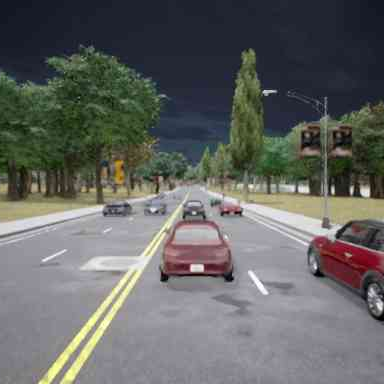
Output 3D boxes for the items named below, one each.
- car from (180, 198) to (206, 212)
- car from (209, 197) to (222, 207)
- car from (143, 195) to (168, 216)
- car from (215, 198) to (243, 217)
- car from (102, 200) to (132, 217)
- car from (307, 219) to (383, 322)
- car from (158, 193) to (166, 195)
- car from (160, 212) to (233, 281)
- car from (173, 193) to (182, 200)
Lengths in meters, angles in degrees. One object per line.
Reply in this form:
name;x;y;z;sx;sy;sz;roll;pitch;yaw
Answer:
car;0.163;1.396;27.487;1.812;1.442;4.674;0;1;0
car;3.373;1.300;45.148;1.895;1.301;4.718;0;1;1
car;-3.290;1.329;30.667;2.128;1.511;4.902;0;0;0
car;3.348;1.451;29.746;1.895;1.301;4.718;0;1;1
car;-6.542;1.411;29.456;1.994;1.385;4.181;0;1;0
car;4.236;1.366;7.452;2.097;1.767;4.553;0;0;0
car;-6.370;0.893;69.833;1.837;1.490;4.892;0;1;0
car;0.117;1.534;9.777;1.812;1.442;4.674;0;0;0
car;-3.118;0.875;71.637;1.812;1.442;4.674;0;1;0
